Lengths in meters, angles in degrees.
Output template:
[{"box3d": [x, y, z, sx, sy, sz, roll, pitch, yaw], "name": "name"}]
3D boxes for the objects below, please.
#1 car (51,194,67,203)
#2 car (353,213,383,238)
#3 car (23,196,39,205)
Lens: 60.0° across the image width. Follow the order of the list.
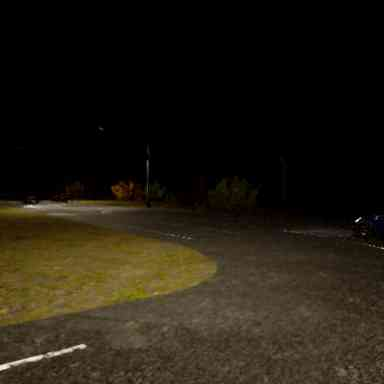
[{"box3d": [-26.326, 1.216, 65.725, 2.097, 1.767, 4.553, 1, 0, -37], "name": "car"}, {"box3d": [10.651, 1.499, 16.733, 2.097, 1.767, 4.553, 1, 0, -37], "name": "car"}, {"box3d": [-26.196, 1.373, 54.062, 2.128, 1.511, 4.902, 0, 0, -36], "name": "car"}]
